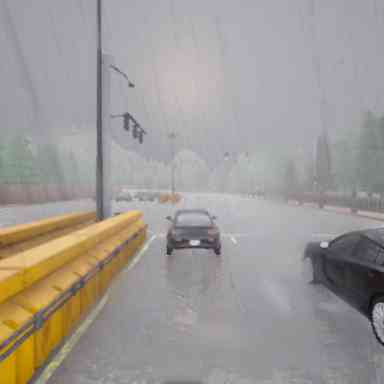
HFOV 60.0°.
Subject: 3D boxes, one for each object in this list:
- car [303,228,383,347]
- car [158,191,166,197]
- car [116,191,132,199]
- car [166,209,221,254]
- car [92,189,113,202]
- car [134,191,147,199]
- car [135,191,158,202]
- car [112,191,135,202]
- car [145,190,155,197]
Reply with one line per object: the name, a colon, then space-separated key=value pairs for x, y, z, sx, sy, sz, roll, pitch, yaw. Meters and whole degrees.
car: x=3.611 y=1.392 z=6.068 sx=1.882 sy=1.535 sz=5.008 roll=0 pitch=1 yaw=0
car: x=-6.891 y=0.559 z=68.040 sx=1.837 sy=1.490 sz=4.892 roll=0 pitch=1 yaw=0
car: x=-13.890 y=0.594 z=68.231 sx=2.033 sy=1.411 sz=5.357 roll=0 pitch=1 yaw=0
car: x=-0.008 y=1.350 z=12.538 sx=1.812 sy=1.442 sz=4.674 roll=0 pitch=1 yaw=-2
car: x=-13.979 y=0.492 z=52.599 sx=2.150 sy=2.045 sz=5.566 roll=0 pitch=1 yaw=0
car: x=-10.395 y=0.568 z=67.253 sx=1.837 sy=1.490 sz=4.892 roll=0 pitch=1 yaw=0
car: x=-6.989 y=0.775 z=51.713 sx=2.128 sy=1.511 sz=4.902 roll=0 pitch=1 yaw=0
car: x=-10.488 y=0.812 z=51.456 sx=1.812 sy=1.442 sz=4.674 roll=0 pitch=1 yaw=0
car: x=-10.367 y=0.319 z=82.544 sx=1.882 sy=1.535 sz=5.008 roll=0 pitch=1 yaw=0
